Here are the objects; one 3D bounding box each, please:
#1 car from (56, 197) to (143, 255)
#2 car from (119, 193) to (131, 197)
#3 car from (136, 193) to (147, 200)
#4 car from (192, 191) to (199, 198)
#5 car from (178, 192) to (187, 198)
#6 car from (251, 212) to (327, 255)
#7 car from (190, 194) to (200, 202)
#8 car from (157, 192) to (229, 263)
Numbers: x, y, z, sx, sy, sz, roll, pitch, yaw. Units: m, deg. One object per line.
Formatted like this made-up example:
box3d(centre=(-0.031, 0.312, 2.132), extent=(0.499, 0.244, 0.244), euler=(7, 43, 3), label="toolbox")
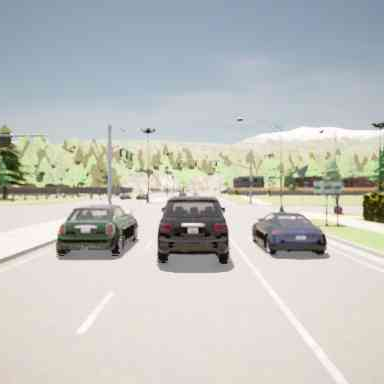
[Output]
box3d(centre=(-3.441, 1.251, 12.931), extent=(2.097, 1.767, 4.553), euler=(0, 1, 0), label="car")
box3d(centre=(-14.284, 0.998, 71.321), extent=(1.994, 1.385, 4.181), euler=(0, 0, 1), label="car")
box3d(centre=(-10.784, 0.985, 71.298), extent=(2.033, 1.411, 5.357), euler=(0, 0, 1), label="car")
box3d(centre=(0.967, 0.629, 87.761), extent=(1.882, 1.535, 5.008), euler=(0, 0, 1), label="car")
box3d(centre=(-2.532, 0.676, 87.812), extent=(2.128, 1.511, 4.902), euler=(0, 0, 1), label="car")
box3d(centre=(3.564, 1.461, 12.879), extent=(1.994, 1.385, 4.181), euler=(0, 0, 0), label="car")
box3d(centre=(0.582, 1.041, 62.336), extent=(1.812, 1.442, 4.674), euler=(0, 0, 1), label="car")
box3d(centre=(0.051, 1.129, 11.785), extent=(2.150, 2.045, 5.566), euler=(0, 0, 0), label="car")
